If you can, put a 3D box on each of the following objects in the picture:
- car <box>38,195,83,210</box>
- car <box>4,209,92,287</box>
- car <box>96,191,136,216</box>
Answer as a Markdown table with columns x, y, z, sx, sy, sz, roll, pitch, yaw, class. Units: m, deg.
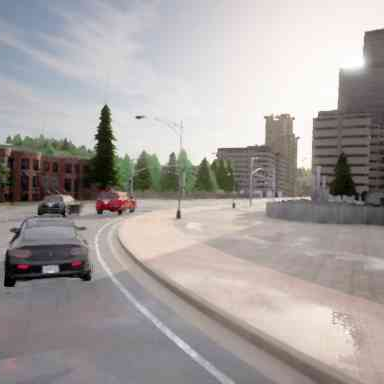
| x | y | z | sx | sy | sz | roll | pitch | yaw | class |
| --- | --- | --- | --- | --- | --- | --- | --- | --- | --- |
| -10.305 | 0.987 | 26.446 | 2.097 | 1.767 | 4.553 | 2 | 0 | 1 | car |
| -3.835 | 1.391 | 8.962 | 1.812 | 1.442 | 4.674 | 1 | 0 | -24 | car |
| -6.664 | 0.956 | 29.670 | 2.150 | 2.045 | 5.566 | 1 | 0 | 7 | car |
